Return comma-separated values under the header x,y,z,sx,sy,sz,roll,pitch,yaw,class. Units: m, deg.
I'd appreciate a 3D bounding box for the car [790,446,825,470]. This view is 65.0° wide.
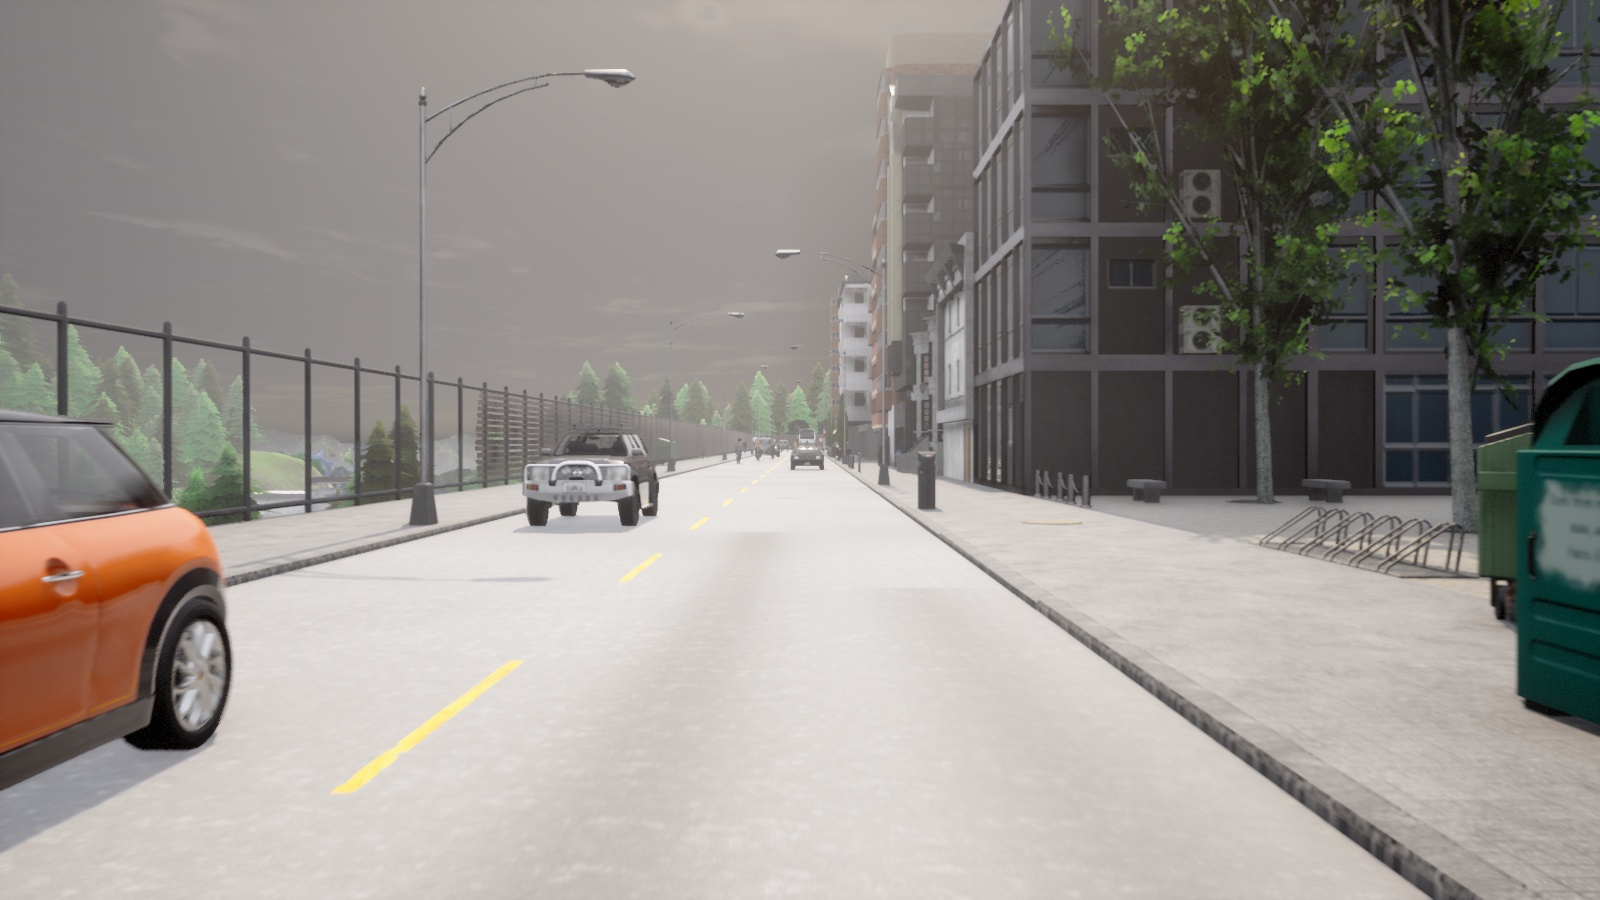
x,y,z,sx,sy,sz,roll,pitch,yaw,class
0.410,0.447,70.995,1.895,1.301,4.718,0,0,0,car

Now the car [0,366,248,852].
x,y,z,sx,sy,sz,roll,pitch,yaw,class
-3.959,0.577,4.318,2.097,1.767,4.553,0,0,0,car

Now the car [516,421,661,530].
x,y,z,sx,sy,sz,roll,pitch,yaw,class
-3.851,0.427,23.686,1.932,1.855,4.605,0,0,0,car
